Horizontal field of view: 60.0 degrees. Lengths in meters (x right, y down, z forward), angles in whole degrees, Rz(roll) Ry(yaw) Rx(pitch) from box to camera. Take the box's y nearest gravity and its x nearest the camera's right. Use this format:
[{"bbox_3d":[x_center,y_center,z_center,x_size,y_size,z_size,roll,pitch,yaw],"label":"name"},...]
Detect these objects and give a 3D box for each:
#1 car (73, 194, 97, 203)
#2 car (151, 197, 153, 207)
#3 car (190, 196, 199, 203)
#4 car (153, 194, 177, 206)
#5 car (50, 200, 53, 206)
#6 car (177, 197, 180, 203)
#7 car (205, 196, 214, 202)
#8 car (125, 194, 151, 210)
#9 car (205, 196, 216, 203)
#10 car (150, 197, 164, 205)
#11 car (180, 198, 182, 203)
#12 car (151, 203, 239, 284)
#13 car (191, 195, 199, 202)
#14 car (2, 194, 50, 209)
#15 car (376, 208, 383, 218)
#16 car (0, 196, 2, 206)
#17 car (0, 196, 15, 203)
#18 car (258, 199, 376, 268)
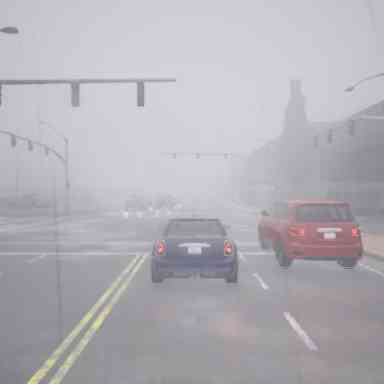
[{"bbox_3d":[-21.441,1.270,65.624,3.866,1.878,1.905,0,0,0],"label":"car"},{"bbox_3d":[-7.002,1.570,53.538,1.882,1.535,5.008,0,0,2],"label":"car"},{"bbox_3d":[0.590,1.626,73.054,1.837,1.490,4.892,0,0,2],"label":"car"},{"bbox_3d":[-3.676,1.301,46.012,2.150,2.045,5.566,0,0,1],"label":"car"},{"bbox_3d":[-21.416,1.236,46.000,3.866,1.878,1.905,0,0,0],"label":"car"},{"bbox_3d":[-3.435,1.622,55.820,1.812,1.442,4.674,0,0,2],"label":"car"},{"bbox_3d":[4.355,1.669,83.144,2.128,1.511,4.902,0,0,2],"label":"car"},{"bbox_3d":[-7.219,1.297,43.596,2.150,2.045,5.566,0,0,1],"label":"car"},{"bbox_3d":[4.086,1.650,72.865,1.812,1.442,4.674,0,0,2],"label":"car"},{"bbox_3d":[-6.663,1.658,63.817,2.033,1.411,5.357,0,0,2],"label":"car"},{"bbox_3d":[-3.101,1.715,65.852,1.895,1.301,4.718,0,0,2],"label":"car"},{"bbox_3d":[0.057,1.369,9.773,2.097,1.767,4.553,0,0,0],"label":"car"},{"bbox_3d":[0.854,1.622,83.143,1.882,1.535,5.008,0,0,2],"label":"car"},{"bbox_3d":[-21.472,1.228,43.106,4.605,1.855,1.932,0,0,0],"label":"car"},{"bbox_3d":[14.676,1.653,29.935,4.718,1.301,1.895,0,0,0],"label":"car"},{"bbox_3d":[-38.962,1.267,65.613,4.605,1.855,1.932,0,0,0],"label":"car"},{"bbox_3d":[-38.896,1.482,68.509,3.905,1.438,1.784,0,0,0],"label":"car"},{"bbox_3d":[3.738,1.243,11.463,2.150,2.045,5.566,0,0,2],"label":"car"}]
